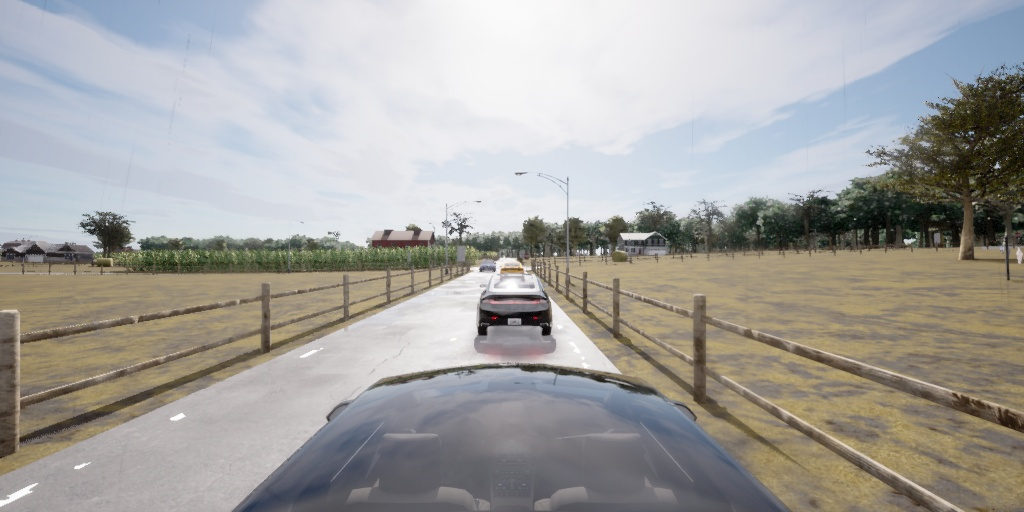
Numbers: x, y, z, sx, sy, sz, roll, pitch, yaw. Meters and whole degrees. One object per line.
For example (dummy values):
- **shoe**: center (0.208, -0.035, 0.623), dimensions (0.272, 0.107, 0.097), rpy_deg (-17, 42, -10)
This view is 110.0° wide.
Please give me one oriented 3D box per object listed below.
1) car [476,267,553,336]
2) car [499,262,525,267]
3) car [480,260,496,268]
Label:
- **car**: center (0.065, 1.241, 10.389), dimensions (2.128, 1.511, 4.902), rpy_deg (0, 0, 0)
- **car**: center (0.006, 1.194, 29.046), dimensions (1.882, 1.535, 5.008), rpy_deg (0, 0, 0)
- **car**: center (-2.899, 1.206, 43.814), dimensions (1.812, 1.442, 4.674), rpy_deg (0, 0, 0)
